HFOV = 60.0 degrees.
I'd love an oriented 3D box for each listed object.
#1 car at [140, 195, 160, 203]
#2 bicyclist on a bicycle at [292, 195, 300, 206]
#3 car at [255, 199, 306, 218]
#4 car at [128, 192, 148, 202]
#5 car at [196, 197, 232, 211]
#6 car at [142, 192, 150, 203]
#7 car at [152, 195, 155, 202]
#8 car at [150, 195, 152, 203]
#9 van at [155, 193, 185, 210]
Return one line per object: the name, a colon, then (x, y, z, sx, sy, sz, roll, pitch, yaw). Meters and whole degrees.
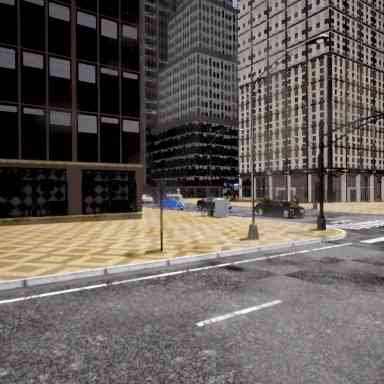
car: (-7.855, 1.239, 62.567, 1.887, 1.381, 4.507, 0, 0, -34)
bicyclist on a bicycle: (11.987, 1.119, 38.432, 1.656, 1.620, 0.582, -1, 1, -34)
car: (7.679, 1.420, 29.205, 1.837, 1.490, 4.892, -1, 1, -34)
car: (-10.955, 0.982, 67.157, 2.192, 1.841, 5.009, 0, 0, -34)
car: (2.407, 1.362, 37.015, 2.128, 1.511, 4.902, -1, 1, -34)
car: (-8.578, 1.254, 59.002, 1.812, 1.442, 4.674, -1, 1, -34)
car: (-3.242, 1.349, 45.395, 1.812, 1.442, 4.674, -1, 1, -34)
car: (-4.755, 1.036, 57.975, 2.192, 1.841, 5.009, 0, 0, -34)
van: (-2.401, 1.211, 39.514, 1.690, 1.788, 3.998, 0, 0, -34)
